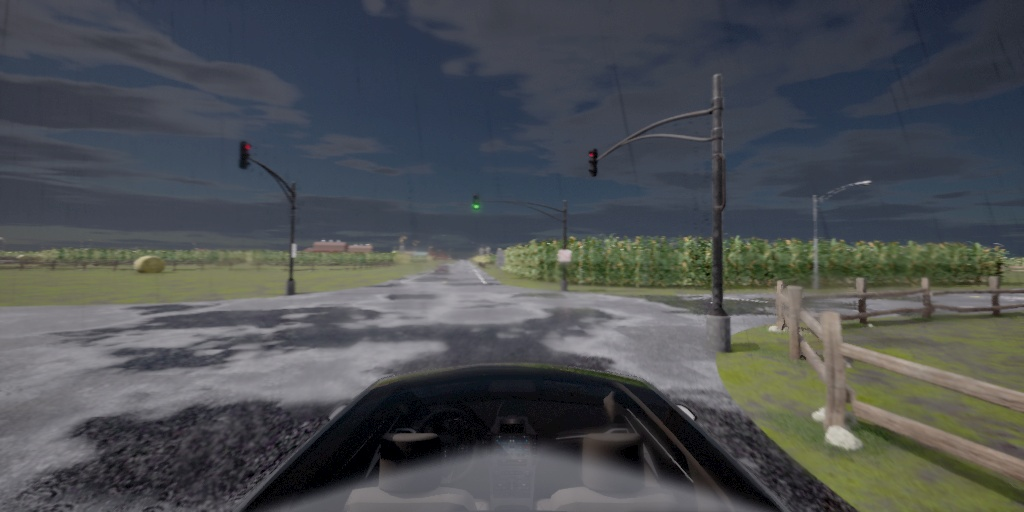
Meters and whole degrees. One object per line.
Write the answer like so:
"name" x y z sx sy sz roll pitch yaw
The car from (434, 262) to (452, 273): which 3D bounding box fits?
"car" -10.612 1.845 54.371 1.994 1.385 4.181 1 -1 -7
